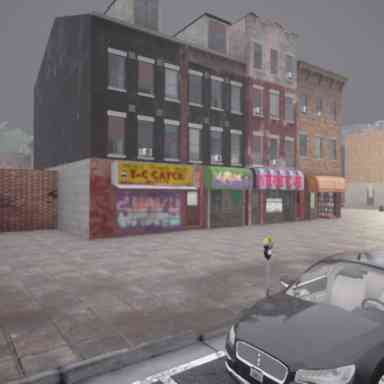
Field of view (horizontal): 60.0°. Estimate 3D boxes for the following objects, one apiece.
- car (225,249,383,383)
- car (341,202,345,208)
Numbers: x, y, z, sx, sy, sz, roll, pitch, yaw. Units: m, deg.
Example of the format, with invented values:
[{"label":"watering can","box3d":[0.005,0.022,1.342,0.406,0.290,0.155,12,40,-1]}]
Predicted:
[{"label":"car","box3d":[2.410,1.551,4.519,4.403,1.369,2.008,0,0,-35]},{"label":"car","box3d":[16.756,1.464,42.153,1.895,1.301,4.718,0,0,-36]}]
